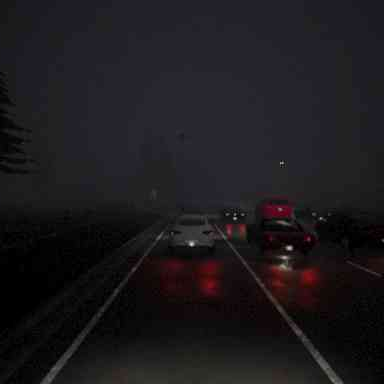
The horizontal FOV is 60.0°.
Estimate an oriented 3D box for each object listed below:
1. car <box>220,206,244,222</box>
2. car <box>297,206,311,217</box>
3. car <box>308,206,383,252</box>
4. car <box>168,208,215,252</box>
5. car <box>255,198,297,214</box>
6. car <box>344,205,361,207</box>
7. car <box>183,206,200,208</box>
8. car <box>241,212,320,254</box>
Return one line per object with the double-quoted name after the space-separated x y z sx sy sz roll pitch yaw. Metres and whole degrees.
3.486 1.876 29.134 1.895 1.301 4.718 0 -1 0 "car"
10.486 1.876 29.138 1.895 1.301 4.718 0 -1 0 "car"
6.999 1.615 14.511 1.882 1.535 5.008 0 0 0 "car"
-0.002 1.663 14.408 1.812 1.442 4.674 0 0 0 "car"
6.986 1.491 29.057 2.150 2.045 5.566 0 0 0 "car"
13.989 1.841 29.340 1.994 1.385 4.181 0 0 0 "car"
-0.018 1.877 29.133 1.895 1.301 4.718 0 -1 0 "car"
3.494 1.735 14.135 1.895 1.301 4.718 0 -1 0 "car"
